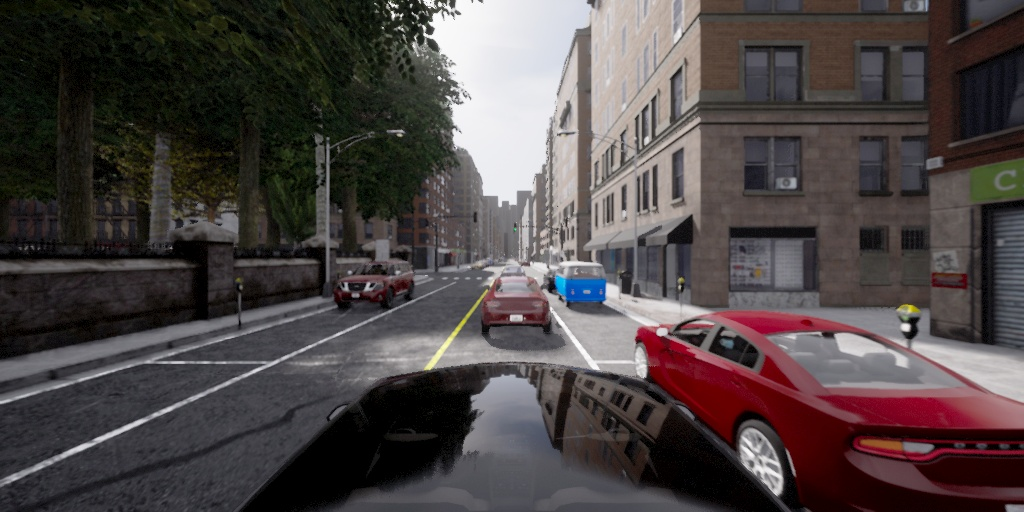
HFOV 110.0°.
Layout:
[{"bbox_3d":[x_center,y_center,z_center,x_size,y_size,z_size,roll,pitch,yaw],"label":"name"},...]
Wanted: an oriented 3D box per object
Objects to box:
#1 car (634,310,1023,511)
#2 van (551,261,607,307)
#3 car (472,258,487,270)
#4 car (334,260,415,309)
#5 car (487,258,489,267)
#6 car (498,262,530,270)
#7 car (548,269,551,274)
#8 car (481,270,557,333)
[{"bbox_3d":[2.857,1.305,4.211,1.888,1.381,4.507,0,0,0],"label":"car"},{"bbox_3d":[2.857,1.144,15.533,1.690,1.789,3.998,0,0,0],"label":"van"},{"bbox_3d":[-5.667,1.471,59.011,1.751,1.417,4.829,0,0,0],"label":"car"},{"bbox_3d":[-5.667,1.117,15.493,2.192,1.841,5.009,0,0,0],"label":"car"},{"bbox_3d":[-5.666,1.515,64.631,2.007,1.370,4.403,0,0,0],"label":"car"},{"bbox_3d":[0.104,1.389,26.558,2.033,1.411,5.357,0,0,0],"label":"car"},{"bbox_3d":[2.858,1.389,21.193,1.948,1.339,4.313,0,0,0],"label":"car"},{"bbox_3d":[0.102,1.311,10.776,1.812,1.442,4.674,0,0,0],"label":"car"}]
